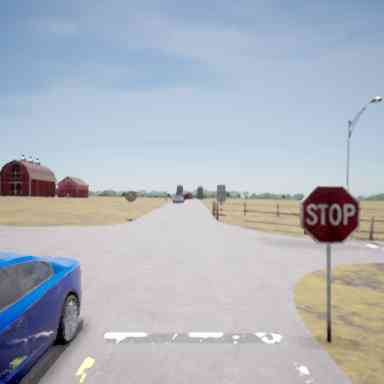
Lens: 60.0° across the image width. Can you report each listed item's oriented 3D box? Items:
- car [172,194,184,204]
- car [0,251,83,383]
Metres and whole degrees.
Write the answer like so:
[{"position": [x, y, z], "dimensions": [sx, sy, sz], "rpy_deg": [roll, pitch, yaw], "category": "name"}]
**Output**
[{"position": [-2.560, 1.308, 61.593], "dimensions": [2.097, 1.767, 4.553], "rpy_deg": [0, 0, 0], "category": "car"}, {"position": [-2.737, 1.483, 3.495], "dimensions": [1.882, 1.535, 5.008], "rpy_deg": [0, 0, 0], "category": "car"}]
